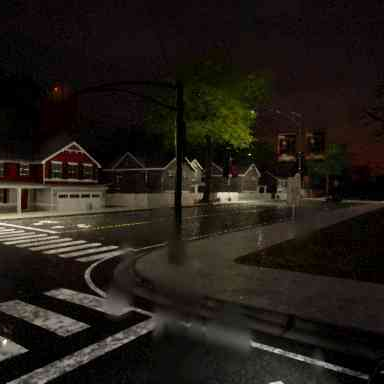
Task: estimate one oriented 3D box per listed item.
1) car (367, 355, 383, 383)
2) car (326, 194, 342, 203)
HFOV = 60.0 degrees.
[{"bbox_3d":[3.346,1.506,1.295,4.892,1.490,1.837,0,0,35],"label":"car"},{"bbox_3d":[25.225,1.185,58.948,2.128,1.511,4.902,1,1,36],"label":"car"}]
